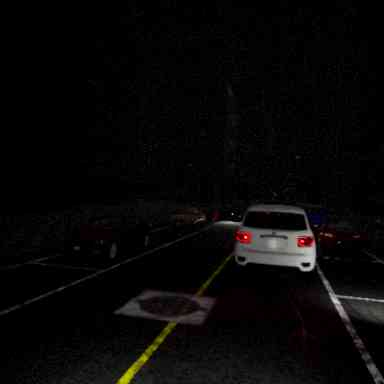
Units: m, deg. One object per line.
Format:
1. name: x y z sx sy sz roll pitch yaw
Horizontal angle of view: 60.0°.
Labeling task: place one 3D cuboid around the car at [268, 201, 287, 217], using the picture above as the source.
1. car: 11.050 2.129 42.912 2.097 1.767 4.553 2 0 15

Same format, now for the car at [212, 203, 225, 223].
1. car: 1.259 1.815 28.436 1.887 1.381 4.507 2 0 15

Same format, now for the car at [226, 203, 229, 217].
1. car: 4.778 1.938 31.235 1.837 1.490 4.892 2 0 15

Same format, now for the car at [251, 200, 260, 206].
1. car: 16.495 2.902 86.174 1.887 1.381 4.507 2 0 15

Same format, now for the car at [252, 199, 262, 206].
1. car: 17.853 2.772 91.289 2.192 1.841 5.009 2 0 15

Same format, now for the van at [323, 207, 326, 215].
1. van: 9.524 1.925 26.237 1.690 1.788 3.998 2 0 15

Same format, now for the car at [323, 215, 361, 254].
1. car: 6.695 1.971 15.553 1.802 1.307 4.206 2 0 15

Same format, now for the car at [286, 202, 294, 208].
1. car: 24.789 3.241 84.220 1.947 1.339 4.313 2 0 15

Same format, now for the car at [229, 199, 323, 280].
1. car: 2.741 1.418 10.994 2.150 2.045 5.566 2 0 15

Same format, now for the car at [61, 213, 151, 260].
1. car: -2.963 1.522 12.409 1.887 1.381 4.507 2 0 15

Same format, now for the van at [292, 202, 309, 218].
1. van: 13.752 2.221 42.261 1.690 1.788 3.998 2 0 15

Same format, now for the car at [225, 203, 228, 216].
1. car: 2.666 1.913 33.779 1.887 1.381 4.507 2 0 15

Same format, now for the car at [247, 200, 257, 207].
1. car: 13.750 2.683 75.783 1.752 1.417 4.829 2 0 15

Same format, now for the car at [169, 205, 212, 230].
1. car: -0.191 1.695 22.930 1.752 1.417 4.829 2 0 15

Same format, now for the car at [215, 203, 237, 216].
1. car: 4.073 2.011 39.121 1.887 1.381 4.507 2 0 15

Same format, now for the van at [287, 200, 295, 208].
1. van: 23.419 2.915 78.988 1.690 1.788 3.998 2 0 15

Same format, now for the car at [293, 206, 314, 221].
1. car: 12.334 2.325 36.918 1.887 1.381 4.507 2 0 15
